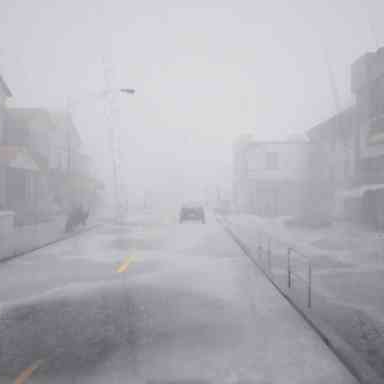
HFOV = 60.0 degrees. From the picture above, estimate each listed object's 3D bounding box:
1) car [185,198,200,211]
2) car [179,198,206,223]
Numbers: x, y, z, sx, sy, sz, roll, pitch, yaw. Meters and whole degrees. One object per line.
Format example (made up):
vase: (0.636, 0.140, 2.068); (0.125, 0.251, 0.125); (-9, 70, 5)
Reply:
car: (0.077, 1.561, 43.744); (1.882, 1.535, 5.008); (0, -1, 0)
car: (0.037, 1.527, 26.061); (1.882, 1.535, 5.008); (0, 0, 0)
